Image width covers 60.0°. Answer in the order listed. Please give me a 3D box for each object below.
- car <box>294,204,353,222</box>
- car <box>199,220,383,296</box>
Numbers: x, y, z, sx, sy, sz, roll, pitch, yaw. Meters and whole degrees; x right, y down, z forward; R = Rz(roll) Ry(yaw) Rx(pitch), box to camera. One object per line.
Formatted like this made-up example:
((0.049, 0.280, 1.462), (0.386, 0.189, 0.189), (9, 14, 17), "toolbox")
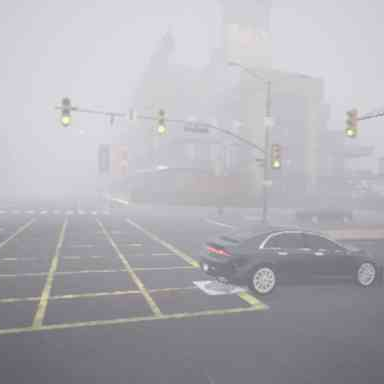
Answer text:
((10.790, 1.741, 27.305), (5.008, 1.535, 1.882), (2, 0, -19), "car")
((2.602, 1.628, 8.509), (4.892, 1.490, 1.837), (3, 0, -19), "car")
